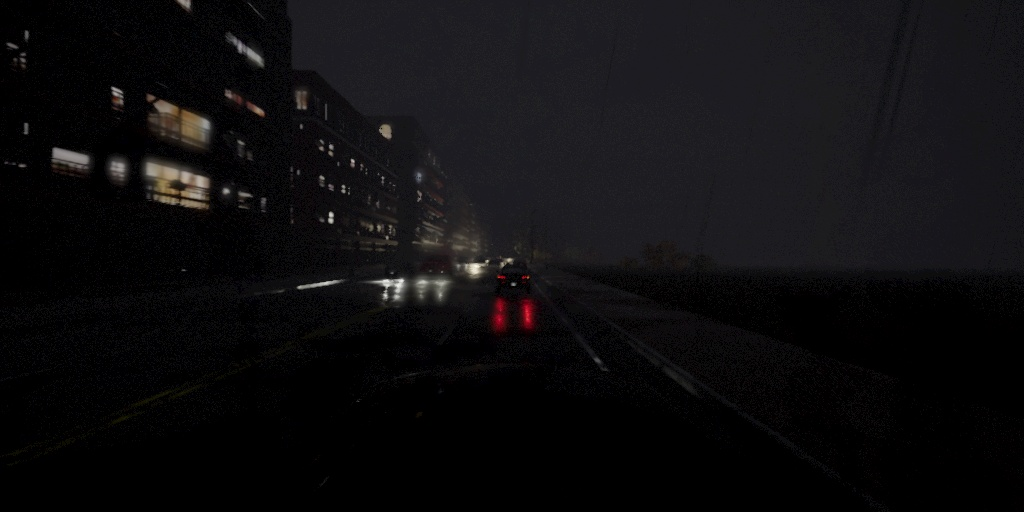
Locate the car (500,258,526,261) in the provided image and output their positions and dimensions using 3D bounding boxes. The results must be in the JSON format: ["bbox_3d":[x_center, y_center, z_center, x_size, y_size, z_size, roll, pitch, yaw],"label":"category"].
[{"bbox_3d":[0.056,1.184,35.644,1.994,1.385,4.181,0,0,0],"label":"car"}]

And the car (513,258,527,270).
[{"bbox_3d":[1.078,1.044,49.732,1.882,1.535,5.008,0,0,0],"label":"car"}]

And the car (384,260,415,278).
[{"bbox_3d":[-9.873,1.124,31.994,2.128,1.511,4.902,0,0,0],"label":"car"}]

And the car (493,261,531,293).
[{"bbox_3d":[0.077,1.207,20.024,1.812,1.442,4.674,0,0,0],"label":"car"}]

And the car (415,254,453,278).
[{"bbox_3d":[-6.624,0.856,31.884,2.150,2.045,5.566,0,0,0],"label":"car"}]
